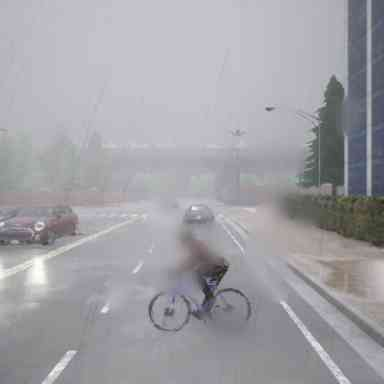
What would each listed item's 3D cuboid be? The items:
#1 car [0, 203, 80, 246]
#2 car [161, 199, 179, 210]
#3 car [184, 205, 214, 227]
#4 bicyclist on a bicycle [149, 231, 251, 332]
[{"bbox_3d":[-6.825,1.351,15.157,2.097,1.767,4.553,0,0,1],"label":"car"},{"bbox_3d":[-2.698,1.513,41.468,1.994,1.385,4.181,0,0,2],"label":"car"},{"bbox_3d":[0.480,1.563,22.851,1.994,1.385,4.181,0,0,1],"label":"car"},{"bbox_3d":[0.106,1.445,5.336,1.656,1.620,0.582,-2,0,1],"label":"bicyclist on a bicycle"}]
